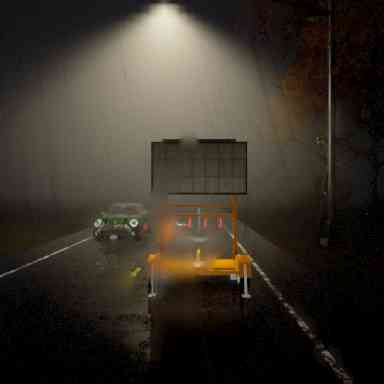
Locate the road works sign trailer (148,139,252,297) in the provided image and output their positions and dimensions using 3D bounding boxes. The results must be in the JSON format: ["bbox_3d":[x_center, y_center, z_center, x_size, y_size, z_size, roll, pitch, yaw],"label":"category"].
[{"bbox_3d":[0.181,0.462,8.519,2.380,3.560,2.880,0,0,1],"label":"road works sign trailer"}]

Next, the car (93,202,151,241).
[{"bbox_3d":[-3.303,1.346,16.443,2.097,1.767,4.553,0,0,1],"label":"car"}]
